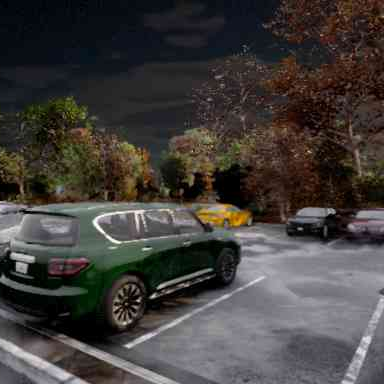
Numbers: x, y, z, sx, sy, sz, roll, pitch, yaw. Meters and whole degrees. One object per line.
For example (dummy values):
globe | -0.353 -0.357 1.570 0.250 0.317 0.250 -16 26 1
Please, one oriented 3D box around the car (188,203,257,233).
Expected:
car | 2.053 1.511 21.043 2.097 1.535 5.008 -1 0 36

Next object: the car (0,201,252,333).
car | -1.001 1.233 7.193 2.435 2.045 5.566 0 0 36

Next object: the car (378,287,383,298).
car | 3.548 1.472 3.919 2.231 1.521 4.892 0 0 35

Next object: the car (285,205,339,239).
car | 6.591 1.484 17.815 2.097 1.535 5.008 0 0 36

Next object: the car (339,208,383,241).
car | 8.857 1.517 16.194 2.002 1.452 4.674 0 0 36
